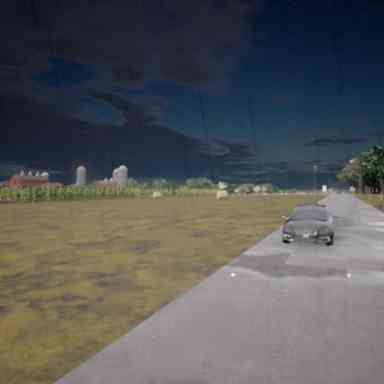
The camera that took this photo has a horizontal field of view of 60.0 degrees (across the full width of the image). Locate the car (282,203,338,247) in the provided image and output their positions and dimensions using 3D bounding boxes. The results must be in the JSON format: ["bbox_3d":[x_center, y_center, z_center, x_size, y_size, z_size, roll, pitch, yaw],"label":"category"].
[{"bbox_3d":[5.110,1.297,14.261,1.837,1.490,4.892,0,1,24],"label":"car"}]
